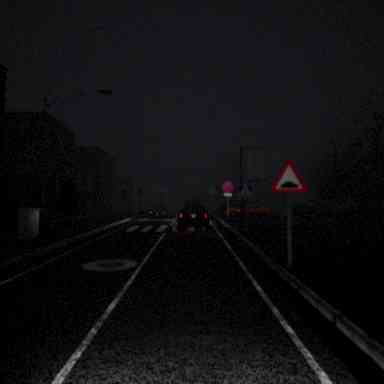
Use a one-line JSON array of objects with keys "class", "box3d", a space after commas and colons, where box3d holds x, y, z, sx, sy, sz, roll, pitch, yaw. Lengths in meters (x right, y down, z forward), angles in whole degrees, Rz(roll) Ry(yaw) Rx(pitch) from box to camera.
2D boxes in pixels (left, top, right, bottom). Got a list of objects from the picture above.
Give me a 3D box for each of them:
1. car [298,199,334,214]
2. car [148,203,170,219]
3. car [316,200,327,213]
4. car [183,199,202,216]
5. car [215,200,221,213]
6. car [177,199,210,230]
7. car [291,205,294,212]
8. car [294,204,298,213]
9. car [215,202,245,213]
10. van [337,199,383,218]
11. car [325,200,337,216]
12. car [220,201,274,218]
[{"class": "car", "box3d": [18.416, 2.085, 46.799, 5.566, 2.045, 2.435, 0, -2, -1]}, {"class": "car", "box3d": [-3.385, 1.979, 34.638, 1.837, 1.490, 4.892, 0, -1, 0]}, {"class": "car", "box3d": [18.677, 2.138, 41.079, 5.366, 1.575, 1.946, 0, -2, 0]}, {"class": "car", "box3d": [0.049, 1.886, 41.010, 2.150, 2.045, 5.566, 0, -2, 0]}, {"class": "car", "box3d": [6.184, 2.141, 48.318, 5.566, 2.045, 2.435, 0, -2, -1]}, {"class": "car", "box3d": [0.084, 1.610, 23.351, 2.097, 1.767, 4.553, 0, -1, 0]}, {"class": "car", "box3d": [18.345, 2.305, 52.257, 5.566, 2.045, 2.435, 0, -2, -1]}, {"class": "car", "box3d": [18.402, 2.448, 49.580, 4.892, 1.521, 2.231, 0, -2, -1]}, {"class": "car", "box3d": [6.110, 2.511, 54.262, 4.553, 1.767, 2.185, 0, -2, -1]}, {"class": "van", "box3d": [18.420, 1.756, 35.630, 4.442, 1.987, 1.878, 0, -2, 0]}, {"class": "car", "box3d": [18.699, 2.057, 38.419, 5.366, 1.575, 1.946, 0, -2, 0]}, {"class": "car", "box3d": [6.079, 1.991, 36.169, 5.366, 1.575, 1.946, 0, -2, 0]}]
